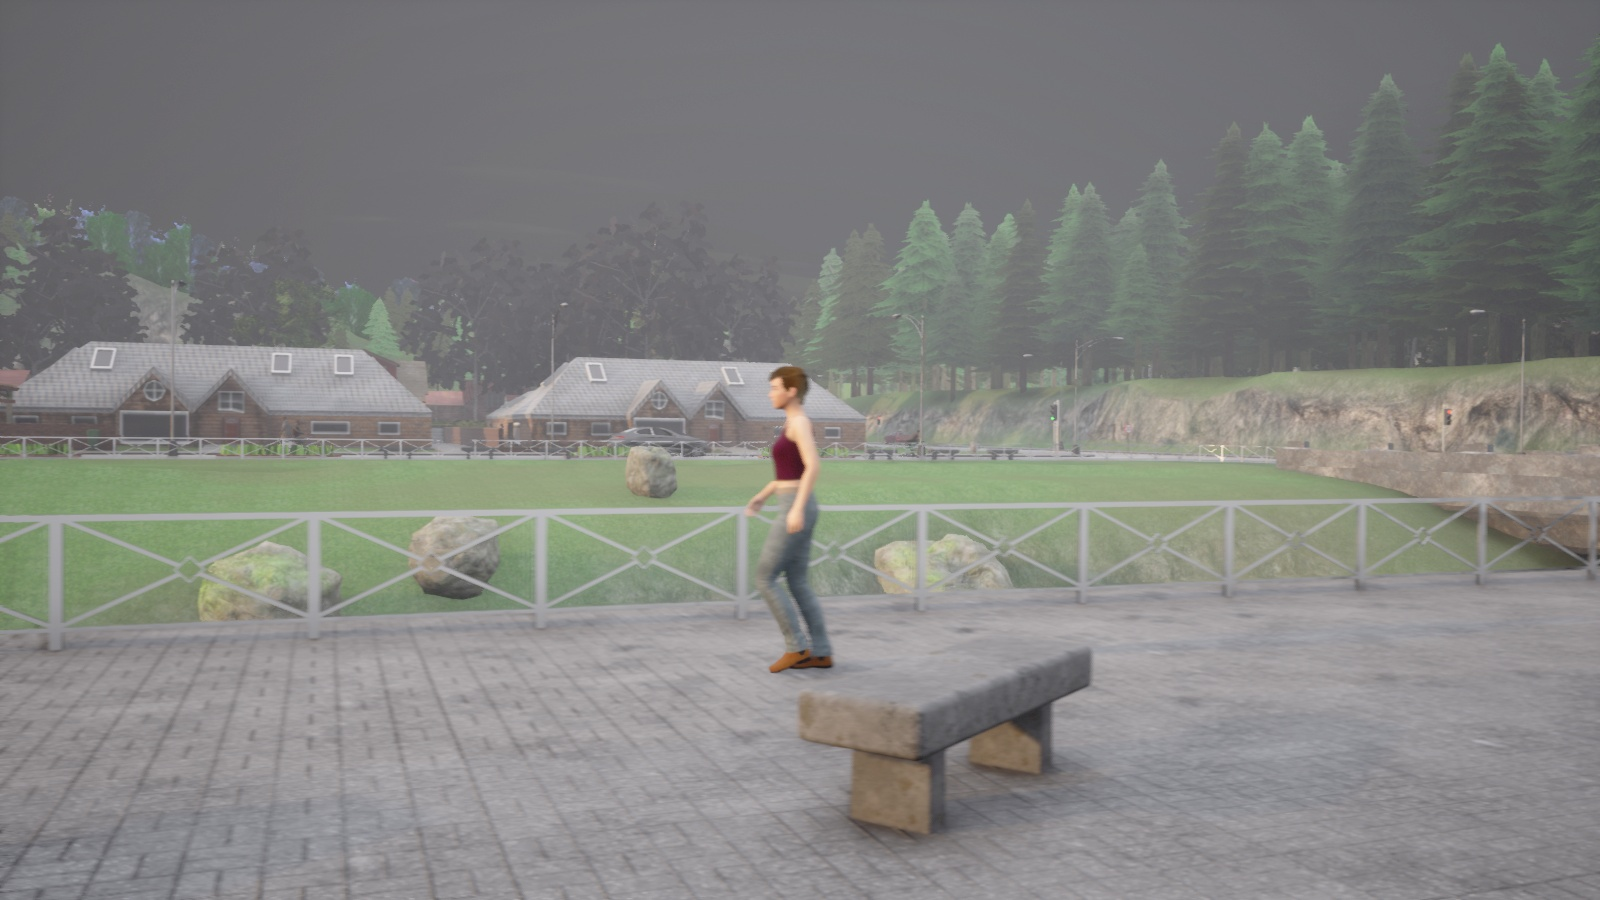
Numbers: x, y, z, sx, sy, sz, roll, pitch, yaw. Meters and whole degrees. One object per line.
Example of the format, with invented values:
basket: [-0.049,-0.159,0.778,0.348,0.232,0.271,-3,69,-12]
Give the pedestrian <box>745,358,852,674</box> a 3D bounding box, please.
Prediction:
pedestrian: [0.000,0.386,7.488,0.594,1.836,0.345,-1,1,4]

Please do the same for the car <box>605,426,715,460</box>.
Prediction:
car: [-7.002,-0.369,62.780,5.027,1.651,2.152,-1,1,-21]

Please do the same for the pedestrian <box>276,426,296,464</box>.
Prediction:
pedestrian: [-26.470,-0.258,64.672,0.873,1.952,0.659,-1,1,-16]
